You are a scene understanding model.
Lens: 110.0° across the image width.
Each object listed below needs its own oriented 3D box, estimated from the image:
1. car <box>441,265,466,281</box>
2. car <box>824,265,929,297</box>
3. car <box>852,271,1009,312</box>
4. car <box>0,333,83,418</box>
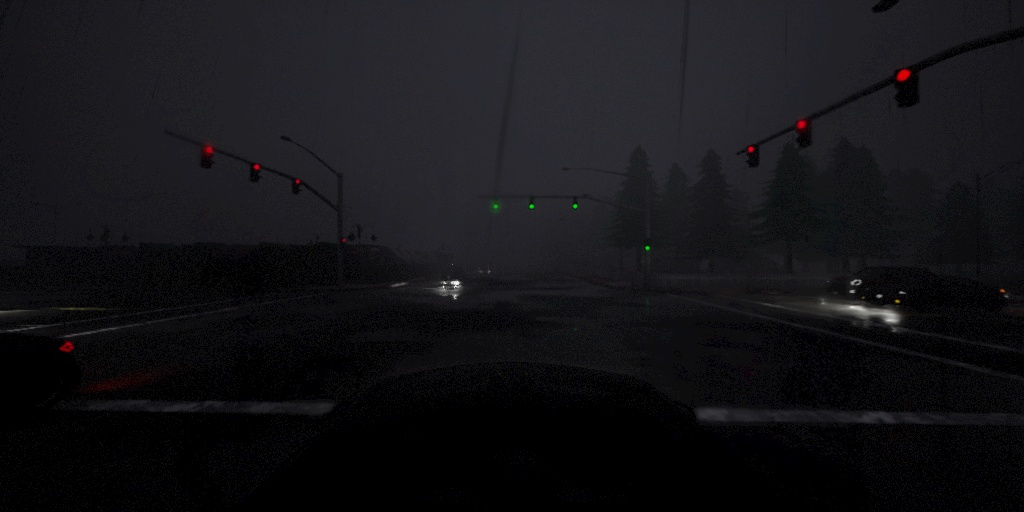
[{"bbox_3d":[-5.873,1.702,36.149,2.128,1.511,4.902,0,0,2],"label":"car"},{"bbox_3d":[18.620,1.291,18.085,4.553,1.767,2.097,0,-1,3],"label":"car"},{"bbox_3d":[17.092,1.463,14.658,4.181,1.385,1.994,0,-1,3],"label":"car"},{"bbox_3d":[-7.038,1.394,3.230,1.994,1.385,4.181,0,0,1],"label":"car"}]
